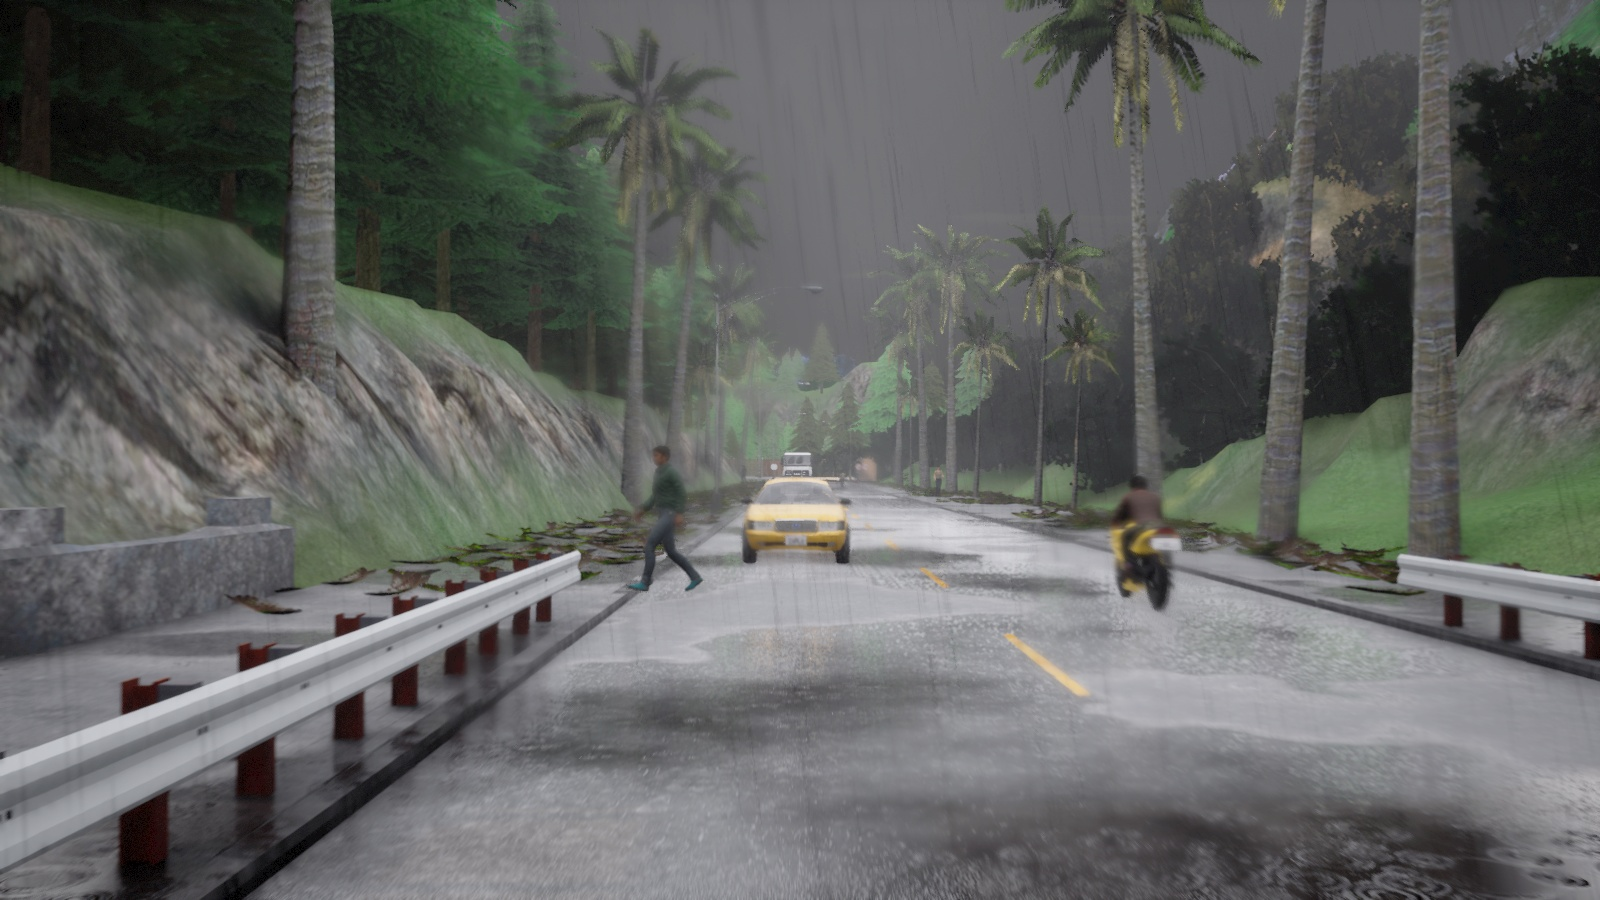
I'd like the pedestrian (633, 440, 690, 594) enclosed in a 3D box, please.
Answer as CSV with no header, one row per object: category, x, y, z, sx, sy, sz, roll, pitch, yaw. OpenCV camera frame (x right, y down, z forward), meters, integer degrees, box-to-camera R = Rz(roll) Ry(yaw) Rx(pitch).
pedestrian,-1.694,0.806,15.312,0.614,1.847,0.353,0,-1,-21

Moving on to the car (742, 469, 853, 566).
car,-0.050,1.140,23.060,1.801,1.575,5.366,0,-1,0

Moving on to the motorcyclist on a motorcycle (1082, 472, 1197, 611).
motorcyclist on a motorcycle,3.970,1.030,14.866,0.797,1.523,2.044,0,-1,0
